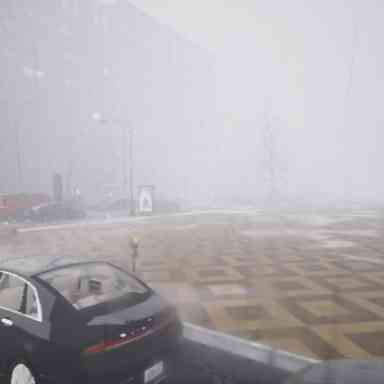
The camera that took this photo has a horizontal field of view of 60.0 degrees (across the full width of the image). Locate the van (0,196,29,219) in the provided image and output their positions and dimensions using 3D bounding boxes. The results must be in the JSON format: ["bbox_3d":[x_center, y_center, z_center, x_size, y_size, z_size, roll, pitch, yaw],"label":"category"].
[{"bbox_3d":[-16.180,1.306,28.004,1.690,1.788,3.998,-1,0,36],"label":"van"}]

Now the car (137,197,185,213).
[{"bbox_3d":[-2.910,1.193,32.046,1.967,1.590,4.097,-1,0,36],"label":"car"}]

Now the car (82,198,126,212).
[{"bbox_3d":[-9.697,1.425,36.961,1.887,1.381,4.507,-1,0,36],"label":"car"}]

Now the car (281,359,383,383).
[{"bbox_3d":[2.380,1.550,1.350,4.403,1.369,2.008,0,-1,35],"label":"car"}]

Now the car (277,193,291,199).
[{"bbox_3d":[22.707,1.052,81.741,1.947,1.339,4.313,-1,0,36],"label":"car"}]

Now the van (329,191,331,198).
[{"bbox_3d":[32.732,0.663,81.306,1.690,1.788,3.998,-1,0,36],"label":"van"}]

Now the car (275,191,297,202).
[{"bbox_3d":[16.533,1.056,58.915,1.887,1.381,4.507,-1,0,36],"label":"car"}]

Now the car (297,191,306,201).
[{"bbox_3d":[19.773,1.054,63.393,1.802,1.307,4.206,-1,0,36],"label":"car"}]

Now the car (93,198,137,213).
[{"bbox_3d":[-7.787,1.369,35.187,1.812,1.442,4.674,-1,0,36],"label":"car"}]

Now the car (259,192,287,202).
[{"bbox_3d":[13.293,1.101,54.437,2.008,1.369,4.403,-1,0,36],"label":"car"}]

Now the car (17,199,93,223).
[{"bbox_3d":[-9.389,1.419,23.090,1.802,1.307,4.206,-1,0,36],"label":"car"}]

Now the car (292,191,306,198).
[{"bbox_3d":[29.185,0.729,90.696,2.192,1.841,5.009,-1,0,36],"label":"car"}]

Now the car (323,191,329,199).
[{"bbox_3d":[29.495,0.941,76.827,1.802,1.307,4.206,-1,0,36],"label":"car"}]

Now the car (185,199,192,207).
[{"bbox_3d":[-2.080,1.371,43.070,1.895,1.301,4.718,-1,0,36],"label":"car"}]

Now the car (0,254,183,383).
[{"bbox_3d":[-2.156,1.554,4.583,4.403,1.369,2.008,0,-1,35],"label":"car"}]

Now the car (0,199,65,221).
[{"bbox_3d":[-13.350,1.394,27.491,1.882,1.535,5.008,-1,0,37],"label":"car"}]

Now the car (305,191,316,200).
[{"bbox_3d":[23.011,0.749,67.871,2.192,1.841,5.009,-1,0,36],"label":"car"}]

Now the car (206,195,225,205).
[{"bbox_3d":[4.090,1.185,51.511,2.128,1.511,4.902,-1,0,37],"label":"car"}]

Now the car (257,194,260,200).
[{"bbox_3d":[12.984,1.040,68.306,1.967,1.590,4.097,-1,0,36],"label":"car"}]

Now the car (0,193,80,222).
[{"bbox_3d":[-11.619,1.101,24.716,2.150,2.045,5.566,-1,0,38],"label":"car"}]

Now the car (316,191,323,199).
[{"bbox_3d":[26.254,0.947,72.349,2.008,1.369,4.403,-1,0,36],"label":"car"}]

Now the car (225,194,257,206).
[{"bbox_3d":[6.811,1.069,45.480,1.967,1.590,4.097,-1,0,36],"label":"car"}]

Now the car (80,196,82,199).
[{"bbox_3d":[-12.940,1.238,32.482,2.192,1.841,5.009,-1,0,36],"label":"car"}]
